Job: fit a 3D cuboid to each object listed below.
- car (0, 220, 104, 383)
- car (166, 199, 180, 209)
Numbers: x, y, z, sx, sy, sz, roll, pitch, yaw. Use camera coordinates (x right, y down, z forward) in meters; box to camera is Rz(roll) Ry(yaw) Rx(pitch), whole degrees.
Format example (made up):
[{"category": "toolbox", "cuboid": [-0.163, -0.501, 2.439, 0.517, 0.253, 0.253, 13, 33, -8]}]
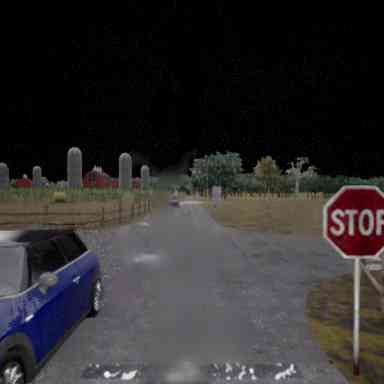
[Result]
[{"category": "car", "cuboid": [-2.748, 1.380, 4.521, 2.097, 1.767, 4.553, 0, 0, 0]}, {"category": "car", "cuboid": [-2.767, 1.806, 50.160, 2.033, 1.411, 5.357, 0, 0, 0]}]
